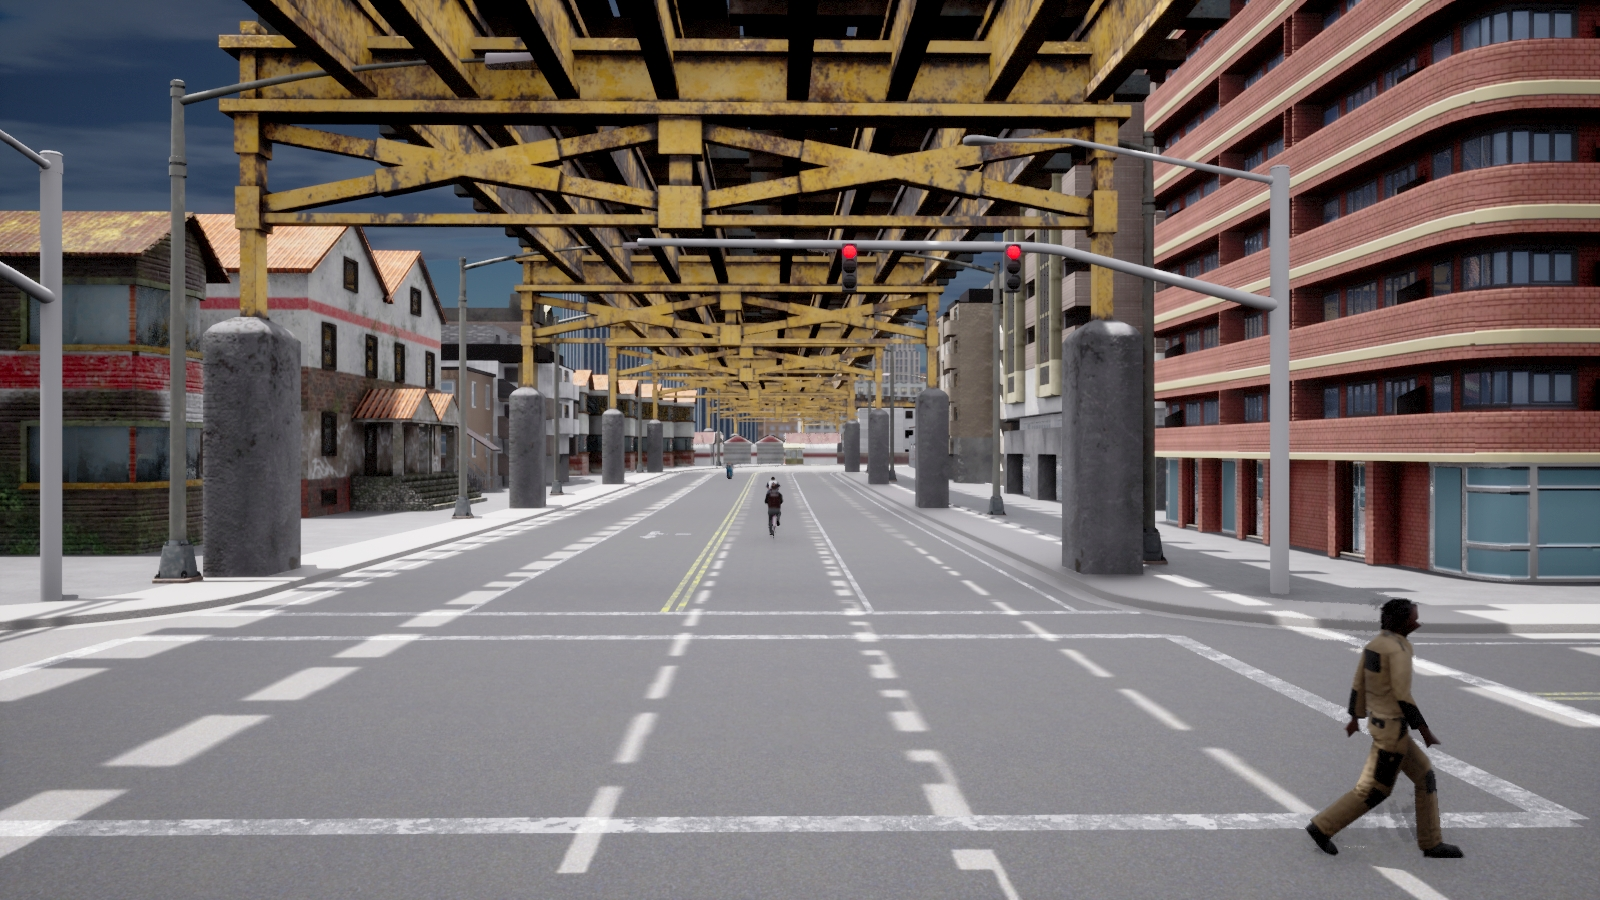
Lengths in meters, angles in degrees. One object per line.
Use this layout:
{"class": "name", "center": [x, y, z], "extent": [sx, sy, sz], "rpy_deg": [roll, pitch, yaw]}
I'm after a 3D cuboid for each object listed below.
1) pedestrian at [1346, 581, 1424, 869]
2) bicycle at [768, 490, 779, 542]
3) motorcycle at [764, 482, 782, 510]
{"class": "pedestrian", "center": [3.984, 1.848, 7.799], "extent": [0.375, 1.860, 0.375], "rpy_deg": [0, 0, 9]}
{"class": "bicycle", "center": [-0.822, 2.048, 35.694], "extent": [0.329, 1.496, 1.835], "rpy_deg": [0, 0, -2]}
{"class": "motorcycle", "center": [-1.267, 2.136, 53.201], "extent": [0.803, 1.224, 2.033], "rpy_deg": [0, 0, -1]}
